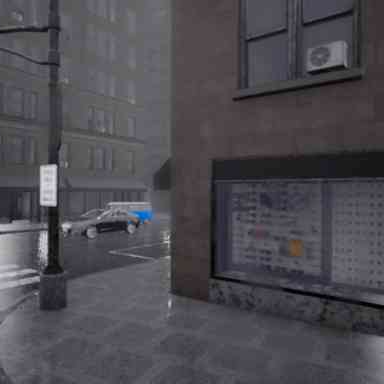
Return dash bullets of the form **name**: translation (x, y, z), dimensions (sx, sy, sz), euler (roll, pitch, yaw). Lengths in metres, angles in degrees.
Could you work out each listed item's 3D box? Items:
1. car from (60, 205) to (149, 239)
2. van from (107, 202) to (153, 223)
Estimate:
- **car**: translation (-5.099, 1.720, 19.068), dimensions (2.128, 1.511, 4.902), euler (0, -1, 35)
- **van**: translation (-4.610, 1.628, 24.250), dimensions (1.690, 1.788, 3.998), euler (-1, -1, 35)
